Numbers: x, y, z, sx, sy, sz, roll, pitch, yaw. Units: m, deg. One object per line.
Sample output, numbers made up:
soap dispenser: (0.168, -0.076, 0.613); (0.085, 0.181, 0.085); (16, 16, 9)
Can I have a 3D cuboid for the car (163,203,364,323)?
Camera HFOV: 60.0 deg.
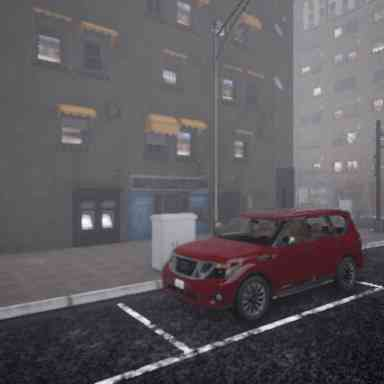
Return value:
car: (1.829, 1.319, 7.403); (5.009, 1.841, 2.192); (0, 0, -35)
